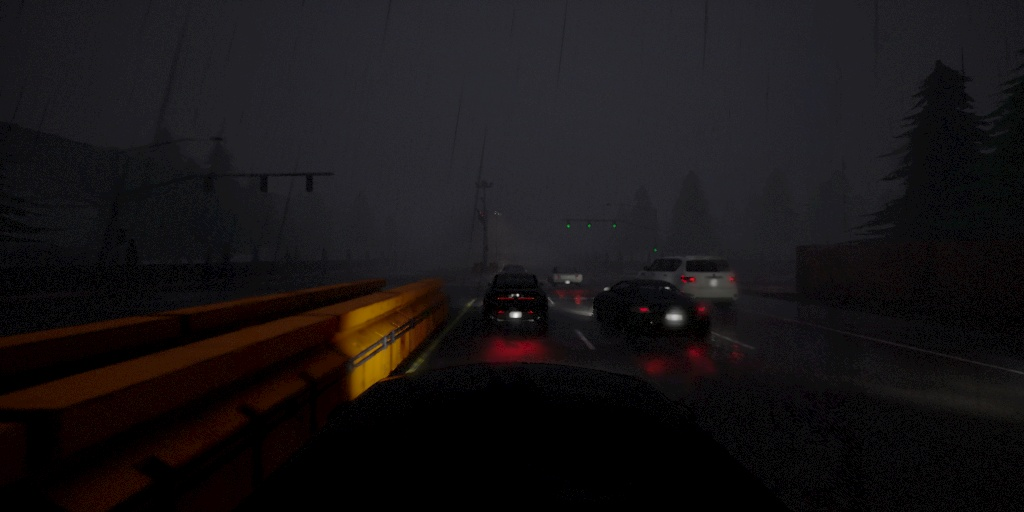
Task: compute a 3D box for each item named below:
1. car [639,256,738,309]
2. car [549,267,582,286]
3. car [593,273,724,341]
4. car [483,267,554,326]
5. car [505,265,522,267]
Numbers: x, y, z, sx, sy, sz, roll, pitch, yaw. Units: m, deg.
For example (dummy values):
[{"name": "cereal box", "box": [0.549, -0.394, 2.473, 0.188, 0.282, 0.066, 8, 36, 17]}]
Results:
[{"name": "car", "box": [7.104, 1.005, 15.276, 2.150, 2.045, 5.566, 0, 0, 0]}, {"name": "car", "box": [3.608, 1.409, 25.462, 1.895, 1.301, 4.718, 0, 0, 0]}, {"name": "car", "box": [3.604, 1.335, 9.946, 1.994, 1.385, 4.181, 0, 0, 0]}, {"name": "car", "box": [0.102, 1.280, 11.719, 1.837, 1.490, 4.892, 0, 0, 0]}, {"name": "car", "box": [0.108, 1.358, 26.372, 2.033, 1.411, 5.357, 0, 0, 0]}]
